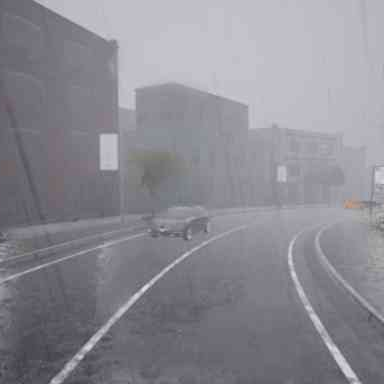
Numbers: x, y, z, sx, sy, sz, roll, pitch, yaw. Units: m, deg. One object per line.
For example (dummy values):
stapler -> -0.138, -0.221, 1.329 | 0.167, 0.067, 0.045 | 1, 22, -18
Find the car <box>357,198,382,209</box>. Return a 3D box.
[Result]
car -> 26.118, 1.635, 48.814 | 5.008, 1.535, 1.882 | 1, 4, -40

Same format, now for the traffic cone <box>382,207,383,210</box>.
traffic cone -> 26.863, 2.247, 46.784 | 0.340, 0.580, 0.340 | 1, 3, -40

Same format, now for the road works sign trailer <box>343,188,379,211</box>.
road works sign trailer -> 20.670, 1.049, 40.851 | 2.380, 2.880, 3.560 | 3, 3, -5

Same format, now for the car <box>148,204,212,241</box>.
car -> -0.429, 1.405, 16.449 | 1.837, 1.490, 4.892 | 2, 1, 20
